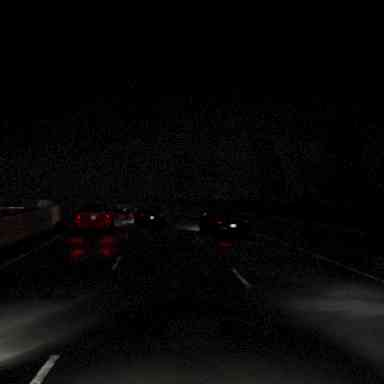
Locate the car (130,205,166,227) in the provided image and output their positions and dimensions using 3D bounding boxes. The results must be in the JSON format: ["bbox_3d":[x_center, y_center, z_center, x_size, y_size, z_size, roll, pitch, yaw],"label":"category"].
[{"bbox_3d":[-3.073,1.662,23.715,1.994,1.385,4.181,0,0,-14],"label":"car"}]

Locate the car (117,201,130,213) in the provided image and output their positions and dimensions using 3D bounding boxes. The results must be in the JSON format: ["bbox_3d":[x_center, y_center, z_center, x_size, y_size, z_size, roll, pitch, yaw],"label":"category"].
[{"bbox_3d":[-8.538,1.774,40.267,1.895,1.301,4.718,0,0,-22],"label":"car"}]

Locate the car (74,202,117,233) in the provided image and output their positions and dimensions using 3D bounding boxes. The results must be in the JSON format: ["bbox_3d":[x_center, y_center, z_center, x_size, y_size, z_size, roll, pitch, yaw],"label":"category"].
[{"bbox_3d":[-5.890,1.444,20.457,2.097,1.767,4.553,0,0,-12],"label":"car"}]

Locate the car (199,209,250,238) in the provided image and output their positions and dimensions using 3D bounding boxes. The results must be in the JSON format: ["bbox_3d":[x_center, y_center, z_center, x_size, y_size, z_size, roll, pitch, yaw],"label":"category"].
[{"bbox_3d":[1.659,1.630,18.276,1.994,1.385,4.181,0,0,-10],"label":"car"}]
